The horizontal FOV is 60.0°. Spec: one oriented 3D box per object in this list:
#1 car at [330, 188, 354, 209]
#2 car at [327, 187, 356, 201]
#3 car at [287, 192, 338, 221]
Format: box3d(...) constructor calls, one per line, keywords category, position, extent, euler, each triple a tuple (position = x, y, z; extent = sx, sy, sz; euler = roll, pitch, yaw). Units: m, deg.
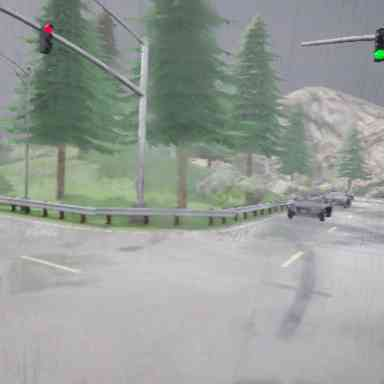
box3d(category="car", position=(13.040, 0.620, 29.704), extent=(1.812, 1.442, 4.674), euler=(4, 3, 31))
box3d(category="car", position=(19.187, 0.229, 42.820), extent=(1.837, 1.490, 4.892), euler=(4, 2, 5))
box3d(category="car", position=(7.222, 0.873, 20.094), extent=(1.994, 1.385, 4.181), euler=(4, 3, 31))
